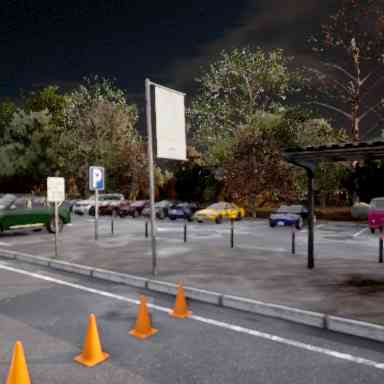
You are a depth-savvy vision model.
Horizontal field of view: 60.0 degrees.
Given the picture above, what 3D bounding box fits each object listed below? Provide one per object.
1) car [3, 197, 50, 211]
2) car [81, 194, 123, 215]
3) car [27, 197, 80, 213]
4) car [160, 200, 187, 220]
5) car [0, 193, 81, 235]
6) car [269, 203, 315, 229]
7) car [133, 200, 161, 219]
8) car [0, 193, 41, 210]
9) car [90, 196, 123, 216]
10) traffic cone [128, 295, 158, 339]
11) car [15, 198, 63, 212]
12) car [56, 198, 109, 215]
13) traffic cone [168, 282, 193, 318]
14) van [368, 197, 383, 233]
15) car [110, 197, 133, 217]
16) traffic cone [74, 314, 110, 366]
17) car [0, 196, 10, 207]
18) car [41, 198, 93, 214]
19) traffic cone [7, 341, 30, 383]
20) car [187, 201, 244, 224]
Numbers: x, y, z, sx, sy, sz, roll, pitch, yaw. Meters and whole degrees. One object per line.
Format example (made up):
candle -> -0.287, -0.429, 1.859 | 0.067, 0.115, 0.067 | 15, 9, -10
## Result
car -> -20.465, 1.470, 41.384 | 2.163, 1.488, 4.792 | 0, 0, 35
car -> -9.124, 1.224, 33.373 | 2.435, 2.045, 5.566 | 0, 0, 35
car -> -15.825, 1.459, 38.325 | 1.946, 1.575, 5.366 | 0, 0, 35
car -> 0.003, 1.511, 27.052 | 2.163, 1.488, 4.792 | 0, 0, 35
car -> -9.092, 1.228, 17.384 | 2.435, 2.045, 5.566 | 0, 0, 35
car -> 6.792, 1.516, 22.229 | 2.163, 1.488, 4.792 | 0, 0, 35
car -> -2.283, 1.481, 28.625 | 2.231, 1.521, 4.892 | 0, 0, 35
car -> -22.770, 1.172, 42.928 | 2.435, 2.045, 5.566 | 0, 0, 35
car -> -6.831, 1.476, 31.809 | 2.097, 1.535, 5.008 | 0, 0, 35
traffic cone -> -0.783, 1.959, 5.330 | 0.340, 0.580, 0.340 | 0, 0, 35
car -> -18.219, 1.485, 39.740 | 2.163, 1.488, 4.792 | 0, 0, 35
car -> -11.384, 1.474, 34.983 | 2.231, 1.521, 4.892 | 0, 0, 35
traffic cone -> -0.210, 1.959, 6.147 | 0.340, 0.580, 0.340 | 0, 0, 35
van -> 11.422, 1.265, 19.164 | 1.878, 1.987, 4.442 | 0, 0, 35
car -> -4.557, 1.478, 30.217 | 2.097, 1.535, 5.008 | 0, 0, 35
traffic cone -> -1.357, 1.959, 4.513 | 0.340, 0.580, 0.340 | 0, 0, 35
car -> -29.470, 1.355, 47.881 | 1.946, 1.575, 5.366 | 1, 0, 35
car -> -13.659, 1.469, 36.577 | 2.097, 1.535, 5.008 | 0, 0, 35
traffic cone -> -1.931, 1.959, 3.695 | 0.340, 0.580, 0.340 | 0, 0, 35
car -> 2.154, 1.480, 25.285 | 1.946, 1.575, 5.366 | 0, 0, 35
